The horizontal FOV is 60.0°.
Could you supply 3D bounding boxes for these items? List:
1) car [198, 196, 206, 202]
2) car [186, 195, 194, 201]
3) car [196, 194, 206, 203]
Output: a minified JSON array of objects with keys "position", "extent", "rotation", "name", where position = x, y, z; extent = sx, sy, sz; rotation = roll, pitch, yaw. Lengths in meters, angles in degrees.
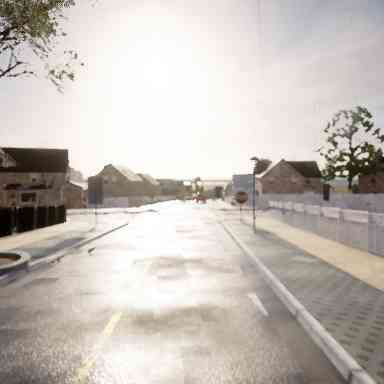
[{"position":[2.746,1.859,90.474],"extent":[1.994,1.385,4.181],"rotation":[0,-1,4],"name":"car"},{"position":[-0.361,1.545,84.380],"extent":[2.033,1.411,5.357],"rotation":[0,-1,3],"name":"car"},{"position":[2.163,1.573,80.099],"extent":[2.150,2.045,5.566],"rotation":[0,-1,3],"name":"car"}]
